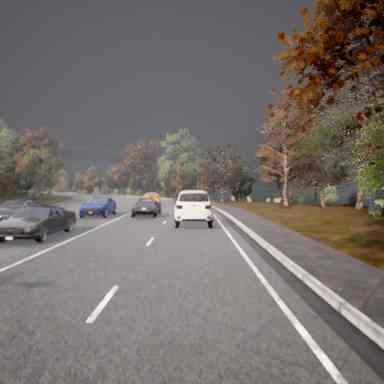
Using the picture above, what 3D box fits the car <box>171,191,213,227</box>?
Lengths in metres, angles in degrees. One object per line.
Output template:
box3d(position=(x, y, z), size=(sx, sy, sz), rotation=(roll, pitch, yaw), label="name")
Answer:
box3d(position=(0.091, 0.927, 20.432), size=(2.150, 2.045, 5.566), rotation=(0, 1, 0), label="car")

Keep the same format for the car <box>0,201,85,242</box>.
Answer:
box3d(position=(-7.002, 1.344, 15.405), size=(2.033, 1.411, 5.357), rotation=(0, 1, 0), label="car")

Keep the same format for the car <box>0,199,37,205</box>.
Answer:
box3d(position=(-10.570, 1.201, 20.218), size=(2.128, 1.511, 4.902), rotation=(0, 1, 0), label="car")

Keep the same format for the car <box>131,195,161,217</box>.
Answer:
box3d(position=(-3.542, 1.164, 26.253), size=(1.994, 1.385, 4.181), rotation=(0, 1, -1), label="car")

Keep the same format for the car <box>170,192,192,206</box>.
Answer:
box3d(position=(-1.518, 0.841, 42.098), size=(2.128, 1.511, 4.902), rotation=(0, 1, -10), label="car")

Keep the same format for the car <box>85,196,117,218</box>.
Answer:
box3d(position=(-7.054, 1.089, 25.494), size=(1.882, 1.535, 5.008), rotation=(0, 1, -1), label="car")

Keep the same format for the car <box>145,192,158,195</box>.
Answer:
box3d(position=(-5.323, 0.775, 43.372), size=(1.882, 1.535, 5.008), rotation=(1, 1, -11), label="car")
